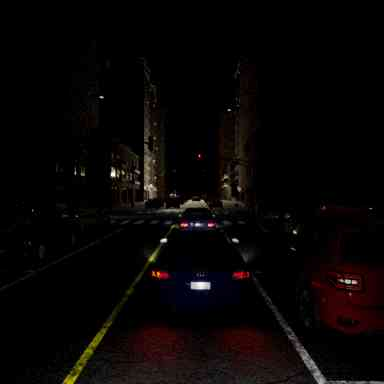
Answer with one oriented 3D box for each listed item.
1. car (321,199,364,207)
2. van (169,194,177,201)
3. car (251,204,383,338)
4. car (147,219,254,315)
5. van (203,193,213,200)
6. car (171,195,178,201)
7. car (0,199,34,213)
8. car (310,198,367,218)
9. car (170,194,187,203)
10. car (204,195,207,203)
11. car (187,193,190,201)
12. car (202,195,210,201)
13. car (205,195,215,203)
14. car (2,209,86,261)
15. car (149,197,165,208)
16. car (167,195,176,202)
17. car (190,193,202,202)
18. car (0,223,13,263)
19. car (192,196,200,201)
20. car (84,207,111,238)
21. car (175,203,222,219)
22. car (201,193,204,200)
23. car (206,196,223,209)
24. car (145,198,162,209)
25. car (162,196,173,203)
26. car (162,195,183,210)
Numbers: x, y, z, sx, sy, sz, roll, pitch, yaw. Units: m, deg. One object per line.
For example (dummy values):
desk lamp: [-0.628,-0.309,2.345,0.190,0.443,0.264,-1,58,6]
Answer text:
car: [13.205,1.464,28.703,4.553,1.767,2.097,0,-1,2]
van: [-4.775,1.371,84.643,1.690,1.788,3.998,1,0,1]
car: [2.754,1.317,6.552,2.192,1.841,5.009,1,0,1]
car: [0.176,1.566,7.678,1.994,1.385,4.181,0,0,1]
van: [3.460,1.358,61.837,1.690,1.788,3.998,1,0,1]
car: [-4.704,1.616,90.315,1.802,1.307,4.206,1,0,1]
car: [-16.422,1.342,29.240,4.902,1.511,2.128,1,-1,1]
car: [13.991,1.503,31.884,4.553,1.767,2.097,0,-1,1]
car: [-2.348,1.493,57.961,1.882,1.535,5.008,0,0,1]
car: [3.385,1.597,56.164,1.802,1.307,4.206,1,0,1]
car: [-2.075,1.378,73.045,2.097,1.767,4.553,0,0,1]
car: [3.820,1.600,90.201,1.947,1.339,4.313,1,0,1]
car: [3.313,1.595,50.491,1.802,1.307,4.206,1,0,1]
car: [-5.702,1.547,12.294,1.887,1.381,4.507,1,0,1]
car: [-5.212,1.557,50.609,1.887,1.381,4.507,1,0,1]
car: [-4.848,1.466,78.970,1.967,1.590,4.097,1,0,1]
car: [0.953,1.565,74.194,2.033,1.411,5.357,0,0,1]
car: [-5.776,1.526,6.500,1.752,1.417,4.829,1,0,1]
car: [1.078,1.626,84.893,1.895,1.301,4.718,0,0,1]
car: [-5.632,1.529,17.748,1.752,1.417,4.829,1,0,1]
car: [0.270,1.552,17.741,2.033,1.411,5.357,0,0,0]
car: [3.533,1.335,67.510,2.192,1.841,5.009,1,0,1]
car: [3.240,1.593,44.818,1.802,1.307,4.206,1,0,1]
car: [-5.284,1.555,44.936,1.887,1.381,4.507,1,0,1]
car: [-4.994,1.602,67.626,1.802,1.307,4.206,1,0,1]
car: [-2.583,1.557,44.545,2.033,1.411,5.357,0,0,-3]
